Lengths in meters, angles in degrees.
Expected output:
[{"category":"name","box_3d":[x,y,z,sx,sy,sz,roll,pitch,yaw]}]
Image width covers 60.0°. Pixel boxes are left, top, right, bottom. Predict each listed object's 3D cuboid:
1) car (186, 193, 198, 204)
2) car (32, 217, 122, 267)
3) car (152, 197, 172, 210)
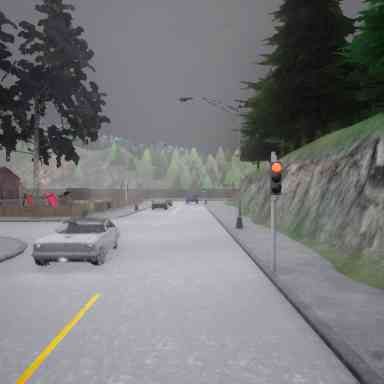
[{"category":"car","box_3d":[0.051,1.221,62.528,2.150,2.045,5.566,0,0,0]},{"category":"car","box_3d":[-3.722,1.601,11.556,1.895,1.301,4.718,0,0,-3]},{"category":"car","box_3d":[-4.064,1.478,42.896,1.882,1.535,5.008,0,0,0]}]
